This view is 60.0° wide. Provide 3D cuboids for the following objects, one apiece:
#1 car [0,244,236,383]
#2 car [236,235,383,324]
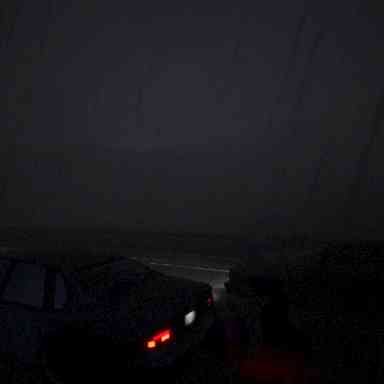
[{"bbox_3d":[-2.259,1.560,5.077,5.357,1.411,2.033,-1,0,27],"label":"car"},{"bbox_3d":[3.296,1.500,5.828,5.357,1.411,2.033,-1,0,33],"label":"car"}]
